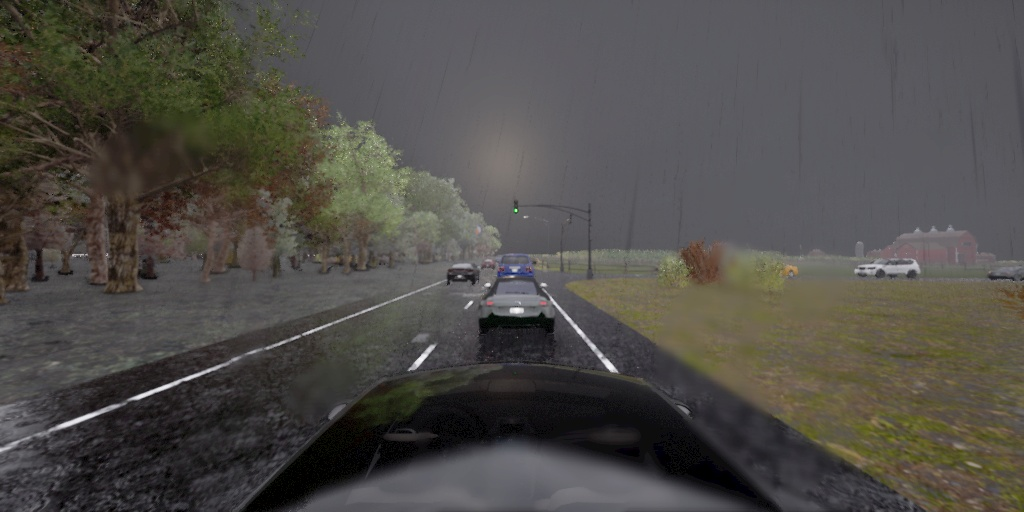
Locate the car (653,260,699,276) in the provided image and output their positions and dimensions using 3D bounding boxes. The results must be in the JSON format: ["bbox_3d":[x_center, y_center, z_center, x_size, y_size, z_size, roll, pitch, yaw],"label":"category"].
[{"bbox_3d":[17.714,1.224,38.624,4.553,1.767,2.097,1,-1,1],"label":"car"}]

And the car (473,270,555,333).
[{"bbox_3d":[0.116,1.285,10.708,1.994,1.385,4.181,0,0,0],"label":"car"}]

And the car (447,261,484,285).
[{"bbox_3d":[-3.357,1.150,25.504,1.882,1.535,5.008,0,0,0],"label":"car"}]

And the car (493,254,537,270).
[{"bbox_3d":[0.368,0.902,22.917,2.150,2.045,5.566,0,0,4],"label":"car"}]

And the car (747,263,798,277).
[{"bbox_3d":[27.791,1.460,38.516,5.008,1.535,1.882,1,-1,0],"label":"car"}]

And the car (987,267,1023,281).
[{"bbox_3d":[49.158,1.732,34.759,4.181,1.385,1.994,1,-1,1],"label":"car"}]

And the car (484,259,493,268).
[{"bbox_3d":[-3.321,1.109,51.387,1.812,1.442,4.674,0,0,0],"label":"car"}]

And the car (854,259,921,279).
[{"bbox_3d":[40.198,1.336,38.436,5.566,2.045,2.150,0,-1,0],"label":"car"}]
